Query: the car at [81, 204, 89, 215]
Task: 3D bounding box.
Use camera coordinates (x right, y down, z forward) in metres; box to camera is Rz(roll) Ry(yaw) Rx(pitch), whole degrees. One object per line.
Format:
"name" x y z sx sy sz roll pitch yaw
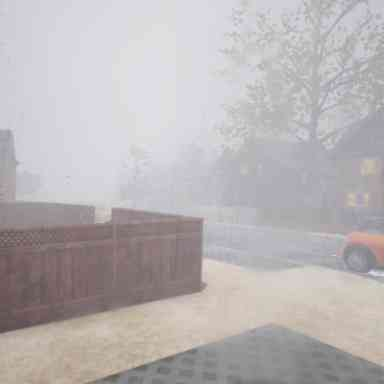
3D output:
"car" -12.683 2.192 41.672 1.812 1.442 4.674 2 -2 -34

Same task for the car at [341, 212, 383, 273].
"car" 6.564 1.493 8.930 2.097 1.767 4.553 2 -2 -35

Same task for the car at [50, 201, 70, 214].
"car" -17.753 2.039 44.069 2.097 1.767 4.553 2 -2 -35

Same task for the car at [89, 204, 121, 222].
"car" -6.747 1.870 28.071 1.882 1.535 5.008 2 -2 -35
